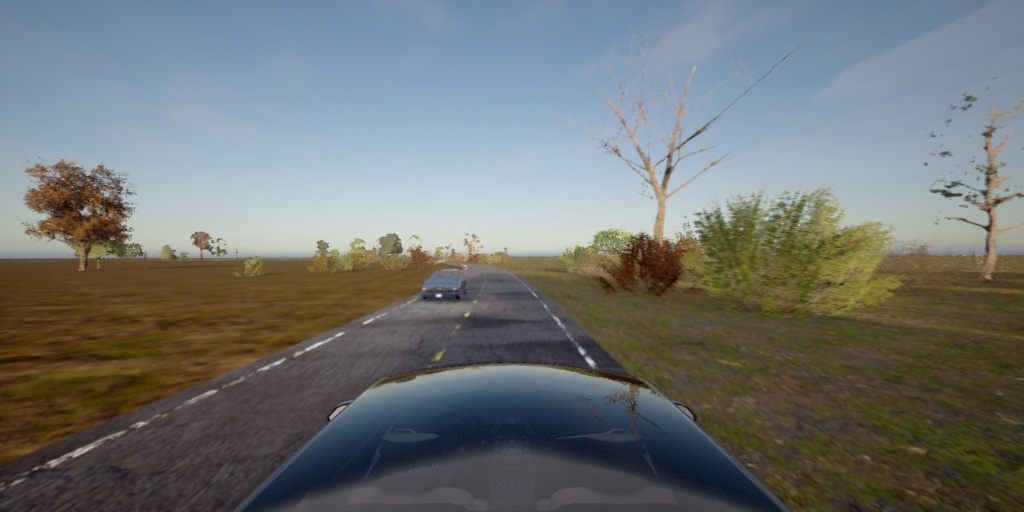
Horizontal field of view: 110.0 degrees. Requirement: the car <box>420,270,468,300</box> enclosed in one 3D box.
[{"bbox_3d":[-3.356,1.418,18.762,2.033,1.411,5.357,0,0,-2],"label":"car"}]
